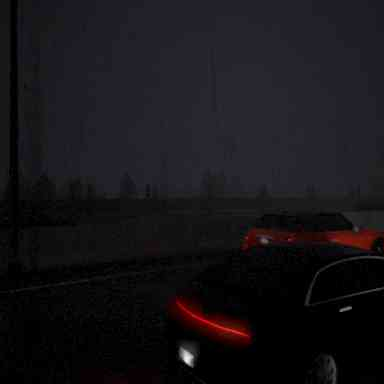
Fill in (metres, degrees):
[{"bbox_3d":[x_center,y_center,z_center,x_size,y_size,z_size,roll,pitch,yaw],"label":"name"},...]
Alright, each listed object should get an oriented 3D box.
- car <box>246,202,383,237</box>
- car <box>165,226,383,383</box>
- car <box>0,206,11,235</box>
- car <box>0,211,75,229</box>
[{"bbox_3d":[3.768,1.330,9.922,4.553,1.767,2.097,0,0,-30],"label":"car"},{"bbox_3d":[1.987,1.494,4.825,4.892,1.490,1.837,0,0,-32],"label":"car"},{"bbox_3d":[-11.690,1.500,16.944,4.181,1.385,1.994,0,0,-34],"label":"car"},{"bbox_3d":[-8.006,1.547,15.273,4.718,1.301,1.895,0,0,-33],"label":"car"}]
